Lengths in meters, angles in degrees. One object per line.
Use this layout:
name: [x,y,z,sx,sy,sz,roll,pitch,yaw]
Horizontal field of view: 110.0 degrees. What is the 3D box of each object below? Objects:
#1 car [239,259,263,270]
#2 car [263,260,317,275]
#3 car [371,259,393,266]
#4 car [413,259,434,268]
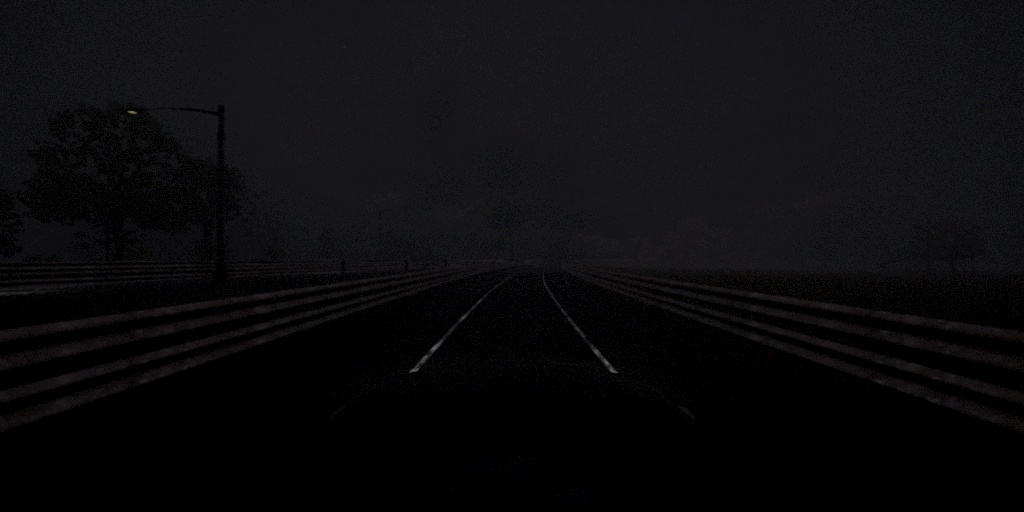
car: [-25.446,1.105,37.108,2.128,1.511,4.902,0,-1,15]
car: [-22.057,1.189,36.269,1.895,1.301,4.718,0,0,14]
car: [-20.045,1.255,56.321,2.128,1.511,4.902,0,-1,16]
car: [-14.969,1.288,61.079,2.128,1.511,4.902,0,-1,17]
